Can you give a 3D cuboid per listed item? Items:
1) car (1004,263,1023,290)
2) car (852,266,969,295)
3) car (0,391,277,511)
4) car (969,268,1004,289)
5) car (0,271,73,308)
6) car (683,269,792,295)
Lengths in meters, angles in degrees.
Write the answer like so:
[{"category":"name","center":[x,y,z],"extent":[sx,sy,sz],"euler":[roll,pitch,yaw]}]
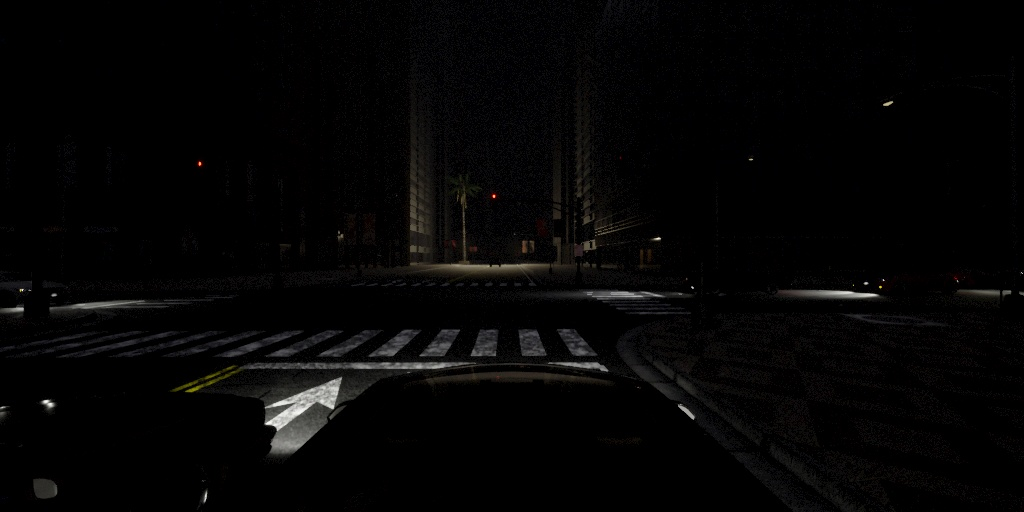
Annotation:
[{"category":"car","center":[29.967,1.012,19.059],"extent":[4.553,1.767,2.097],"euler":[0,0,-1]},{"category":"car","center":[20.621,1.252,18.893],"extent":[4.181,1.385,1.994],"euler":[0,0,-1]},{"category":"car","center":[-3.175,1.297,0.738],"extent":[2.033,1.411,5.357],"euler":[0,0,4]},{"category":"car","center":[26.420,1.274,21.753],"extent":[4.207,1.307,1.802],"euler":[0,0,-1]},{"category":"car","center":[-21.383,1.354,14.955],"extent":[4.674,1.442,1.812],"euler":[0,0,1]},{"category":"car","center":[11.613,1.320,18.739],"extent":[4.718,1.301,1.895],"euler":[0,0,-1]}]
